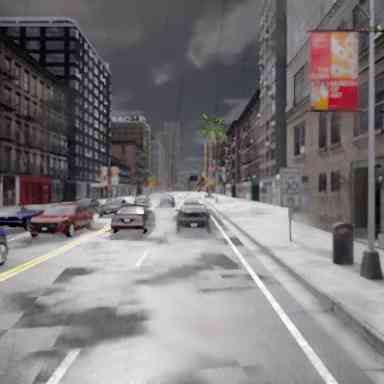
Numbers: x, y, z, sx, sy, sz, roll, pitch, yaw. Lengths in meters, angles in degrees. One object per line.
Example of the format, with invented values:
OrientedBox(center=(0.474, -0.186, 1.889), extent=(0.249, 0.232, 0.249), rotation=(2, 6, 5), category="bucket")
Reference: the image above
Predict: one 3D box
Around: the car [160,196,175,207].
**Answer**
OrientedBox(center=(-3.216, 1.196, 43.978), extent=(1.812, 1.442, 4.674), rotation=(0, 1, 1), category="car")

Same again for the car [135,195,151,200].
OrientedBox(center=(-6.509, 1.115, 43.822), extent=(1.812, 1.442, 4.674), rotation=(0, 0, 0), category="car")

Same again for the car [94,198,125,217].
OrientedBox(center=(-6.582, 1.297, 28.453), extent=(1.837, 1.490, 4.892), rotation=(0, 1, 0), category="car")

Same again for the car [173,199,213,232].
OrientedBox(center=(0.096, 1.371, 18.882), extent=(1.837, 1.490, 4.892), rotation=(0, 0, 0), category="car")

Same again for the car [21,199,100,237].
OrientedBox(center=(-6.591, 1.355, 17.343), extent=(1.882, 1.535, 5.008), rotation=(0, 0, 0), category="car")

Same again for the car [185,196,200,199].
OrientedBox(center=(0.036, 1.194, 44.268), extent=(1.812, 1.442, 4.674), rotation=(0, 1, 1), category="car")

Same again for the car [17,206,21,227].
OrientedBox(center=(-9.832, 1.460, 19.848), extent=(1.895, 1.301, 4.718), rotation=(0, 0, 0), category="car")

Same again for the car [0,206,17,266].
OrientedBox(center=(-6.563, 1.296, 8.115), extent=(2.097, 1.767, 4.553), rotation=(0, 0, -1), category="car")

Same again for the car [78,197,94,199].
OrientedBox(center=(-9.839, 1.280, 30.705), extent=(1.837, 1.490, 4.892), rotation=(0, 1, 0), category="car")

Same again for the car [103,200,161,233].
OrientedBox(center=(-3.154, 1.416, 18.640), extent=(2.033, 1.411, 5.357), rotation=(0, 0, 0), category="car")
